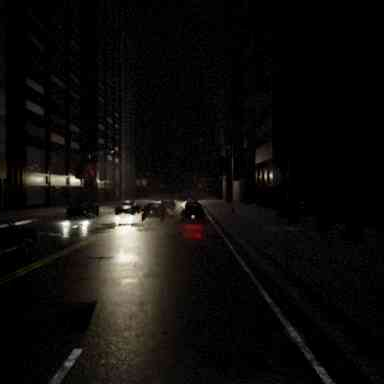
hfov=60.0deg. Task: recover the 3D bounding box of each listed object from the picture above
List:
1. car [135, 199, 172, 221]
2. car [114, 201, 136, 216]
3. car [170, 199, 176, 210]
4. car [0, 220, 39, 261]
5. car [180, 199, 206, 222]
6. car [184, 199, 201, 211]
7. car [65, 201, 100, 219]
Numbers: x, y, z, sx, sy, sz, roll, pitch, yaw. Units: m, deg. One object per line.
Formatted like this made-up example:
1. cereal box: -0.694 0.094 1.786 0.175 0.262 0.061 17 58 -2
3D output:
1. car: -3.168 1.632 28.438 2.033 1.411 5.357 0 0 0
2. car: -6.532 1.649 34.268 2.033 1.411 5.357 0 0 0
3. car: -3.169 1.622 44.232 2.128 1.511 4.902 0 0 0
4. car: -6.596 1.578 10.023 2.033 1.411 5.357 0 0 0
5. car: 0.078 1.588 27.326 1.837 1.490 4.892 0 0 0
6. car: 0.083 1.674 43.600 2.033 1.411 5.357 0 0 0
7. car: -9.816 1.566 30.190 1.882 1.535 5.008 0 -1 0
